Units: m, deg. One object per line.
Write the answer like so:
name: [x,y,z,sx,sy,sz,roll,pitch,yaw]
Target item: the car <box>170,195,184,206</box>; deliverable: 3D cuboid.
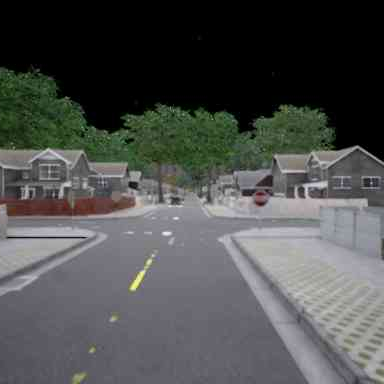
car: [-2.758,1.625,56.586,1.837,1.490,4.892,0,2,0]
